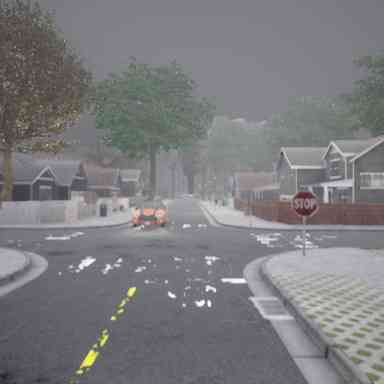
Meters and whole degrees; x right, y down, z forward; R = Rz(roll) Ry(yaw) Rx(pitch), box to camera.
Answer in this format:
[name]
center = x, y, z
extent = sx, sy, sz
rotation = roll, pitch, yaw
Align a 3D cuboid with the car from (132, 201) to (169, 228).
[car]
center = -2.773, 1.395, 22.975
extent = 2.097, 1.767, 4.553
rotation = 0, -1, 0
